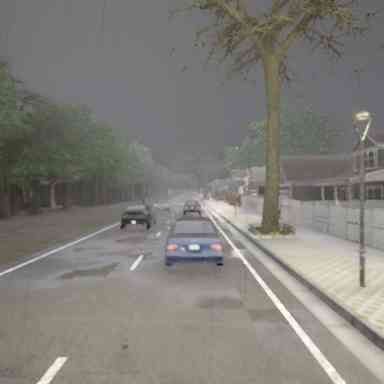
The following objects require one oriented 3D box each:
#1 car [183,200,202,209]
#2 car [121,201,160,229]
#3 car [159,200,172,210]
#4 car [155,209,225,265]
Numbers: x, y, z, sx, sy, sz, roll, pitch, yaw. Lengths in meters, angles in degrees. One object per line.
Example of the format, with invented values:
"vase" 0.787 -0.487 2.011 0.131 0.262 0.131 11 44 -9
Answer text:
"car" 0.035 1.582 34.718 2.033 1.411 5.357 0 0 0
"car" -3.438 1.535 21.994 1.837 1.490 4.892 0 0 0
"car" -3.475 1.639 40.005 1.895 1.301 4.718 0 0 0
"car" 0.066 1.565 11.638 2.033 1.411 5.357 0 0 0
